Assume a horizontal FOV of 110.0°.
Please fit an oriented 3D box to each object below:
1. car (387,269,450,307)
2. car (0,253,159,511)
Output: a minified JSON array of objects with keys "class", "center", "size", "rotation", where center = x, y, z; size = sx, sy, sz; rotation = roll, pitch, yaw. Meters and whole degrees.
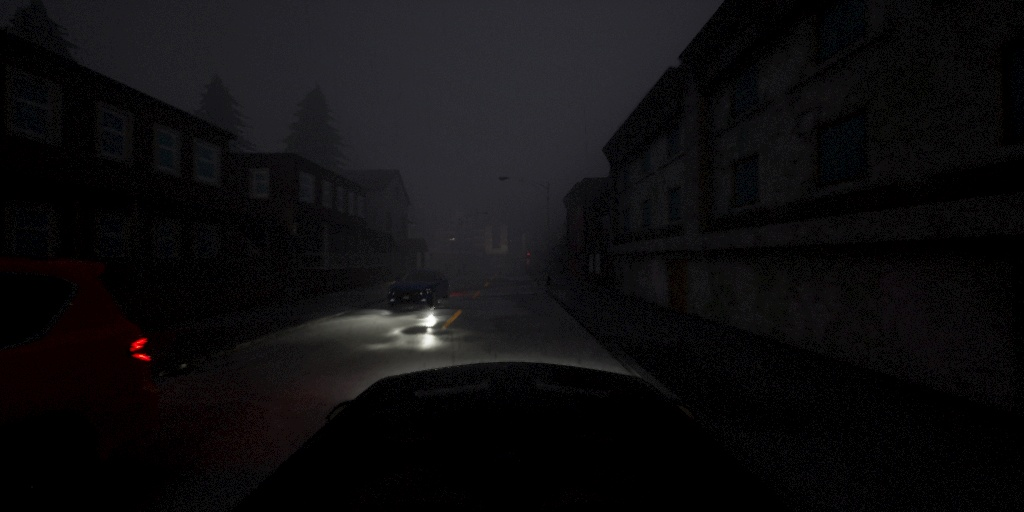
[{"class":"car","center":[-4.095,1.355,16.406],"size":[1.882,1.535,5.008],"rotation":[0,0,0]},{"class":"car","center":[-4.097,0.970,0.698],"size":[2.150,2.045,5.566],"rotation":[0,-1,0]}]
